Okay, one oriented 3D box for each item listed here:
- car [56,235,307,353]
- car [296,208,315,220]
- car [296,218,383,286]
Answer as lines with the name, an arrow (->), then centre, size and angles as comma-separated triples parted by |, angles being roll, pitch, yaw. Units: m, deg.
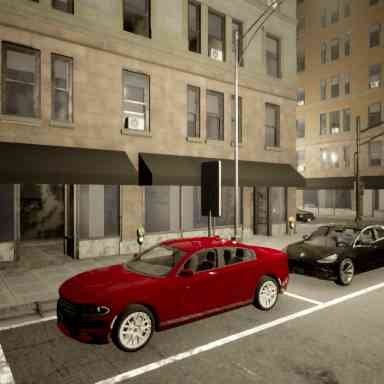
car -> -0.102, 1.545, 6.153 | 4.507, 1.381, 1.887 | 0, 0, -36
car -> 6.930, 1.614, 25.961 | 2.033, 1.411, 5.357 | 0, 0, -33
car -> 4.334, 1.566, 9.422 | 4.313, 1.339, 1.947 | 0, 0, -36
